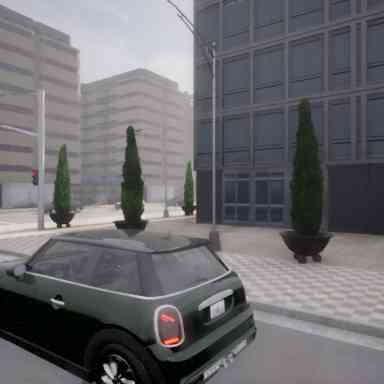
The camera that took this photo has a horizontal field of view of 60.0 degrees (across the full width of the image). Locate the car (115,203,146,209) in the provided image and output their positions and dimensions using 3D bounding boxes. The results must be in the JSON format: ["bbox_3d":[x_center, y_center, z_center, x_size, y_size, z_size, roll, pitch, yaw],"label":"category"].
[{"bbox_3d":[-8.168,1.571,44.296,1.812,1.442,4.674,0,0,35],"label":"car"}]

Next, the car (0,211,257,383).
[{"bbox_3d":[-1.439,1.351,5.018,4.553,1.767,2.097,0,0,35],"label":"car"}]

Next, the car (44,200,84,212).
[{"bbox_3d":[-14.062,1.550,35.955,1.837,1.490,4.892,0,0,35],"label":"car"}]

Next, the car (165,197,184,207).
[{"bbox_3d":[-2.220,1.550,52.716,1.837,1.490,4.892,0,0,35],"label":"car"}]
